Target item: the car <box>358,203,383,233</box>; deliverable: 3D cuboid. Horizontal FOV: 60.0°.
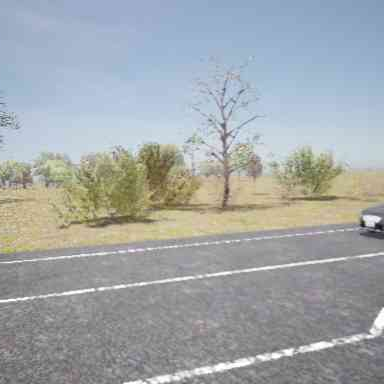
[{"bbox_3d":[8.238,0.695,11.776,4.902,1.511,2.128,-3,3,-17],"label":"car"}]
